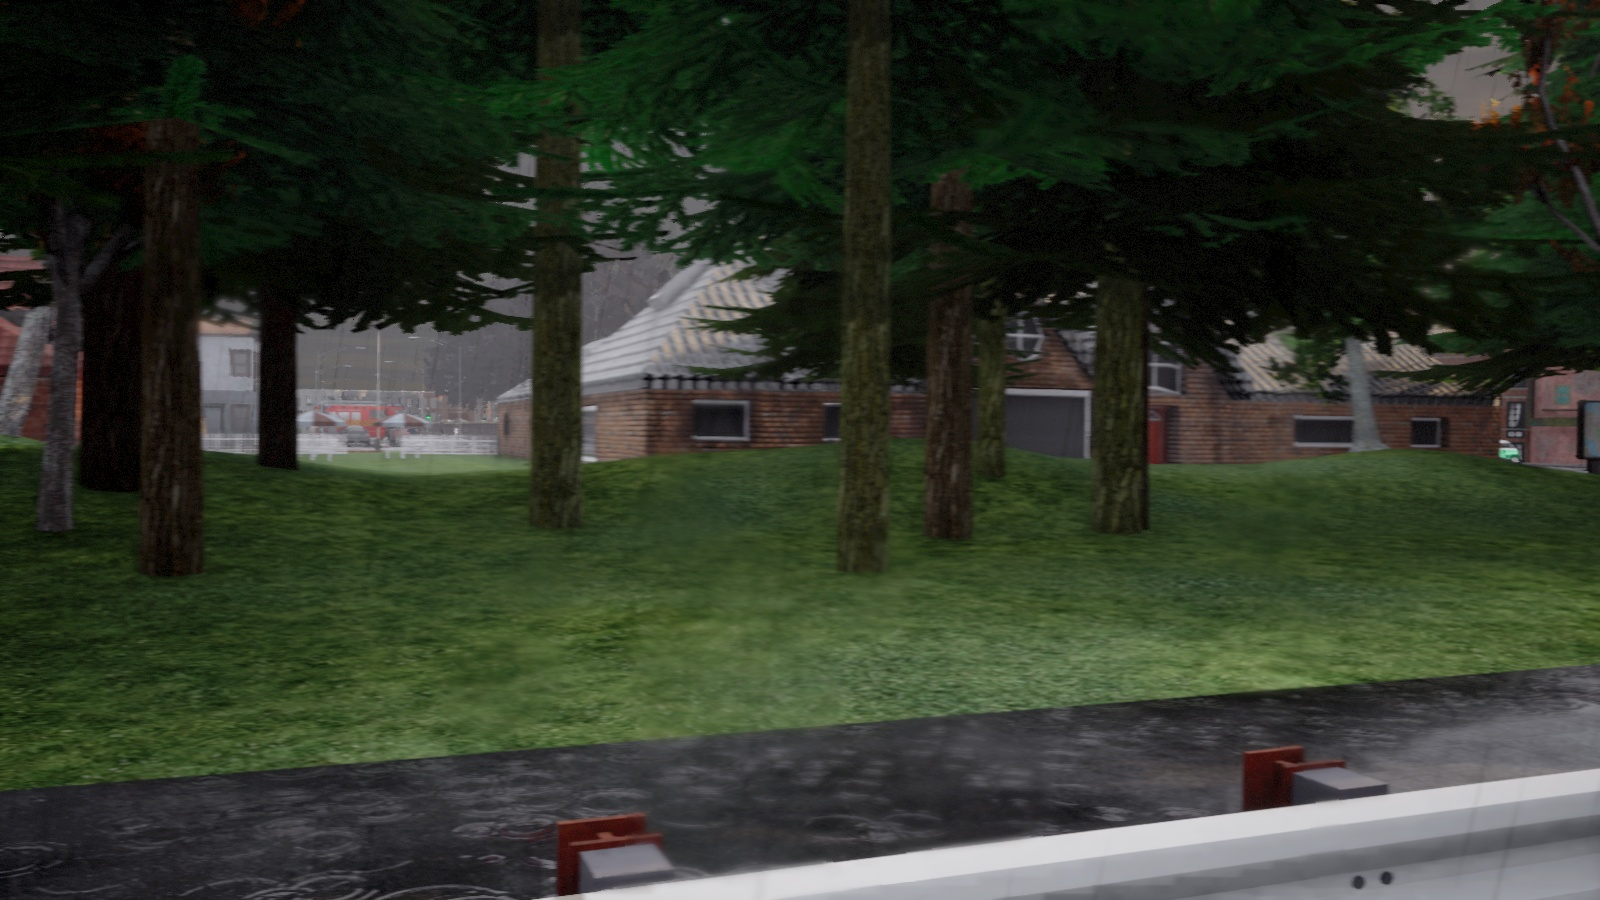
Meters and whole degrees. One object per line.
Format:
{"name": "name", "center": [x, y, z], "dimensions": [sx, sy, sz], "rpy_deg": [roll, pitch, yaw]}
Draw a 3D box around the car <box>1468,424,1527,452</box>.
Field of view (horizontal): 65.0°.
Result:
{"name": "car", "center": [35.369, -0.602, 63.699], "dimensions": [1.481, 1.376, 2.207], "rpy_deg": [-1, 1, -21]}
